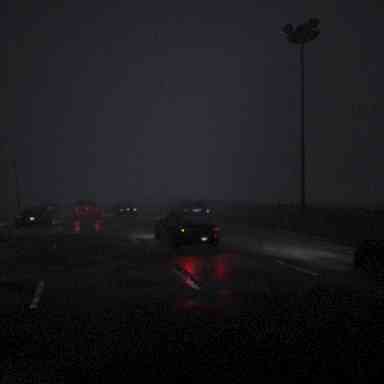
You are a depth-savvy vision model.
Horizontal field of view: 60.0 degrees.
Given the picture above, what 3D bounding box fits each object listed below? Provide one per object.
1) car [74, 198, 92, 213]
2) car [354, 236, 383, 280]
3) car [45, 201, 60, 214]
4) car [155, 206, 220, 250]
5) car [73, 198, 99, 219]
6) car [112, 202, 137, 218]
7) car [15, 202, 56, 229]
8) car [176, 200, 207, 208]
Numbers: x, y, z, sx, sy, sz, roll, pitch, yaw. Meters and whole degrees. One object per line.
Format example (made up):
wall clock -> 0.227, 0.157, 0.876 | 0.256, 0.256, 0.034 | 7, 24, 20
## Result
car -> -13.322, 1.608, 40.499 | 1.882, 1.535, 5.008 | 0, 0, -20
car -> 5.957, 1.488, 7.410 | 2.128, 1.511, 4.902 | 0, 0, -20
car -> -15.642, 1.693, 36.593 | 1.994, 1.385, 4.181 | 0, 0, -19
car -> -0.330, 1.558, 14.597 | 1.812, 1.442, 4.674 | 0, 0, -20
car -> -9.569, 1.447, 30.012 | 2.097, 1.767, 4.553 | 0, 0, -20
car -> -6.510, 1.637, 31.857 | 2.033, 1.411, 5.357 | 0, 0, -20
car -> -10.569, 1.645, 22.425 | 1.994, 1.385, 4.181 | 0, 0, -20
car -> -0.310, 1.407, 24.920 | 2.097, 1.767, 4.553 | 0, 0, -20
